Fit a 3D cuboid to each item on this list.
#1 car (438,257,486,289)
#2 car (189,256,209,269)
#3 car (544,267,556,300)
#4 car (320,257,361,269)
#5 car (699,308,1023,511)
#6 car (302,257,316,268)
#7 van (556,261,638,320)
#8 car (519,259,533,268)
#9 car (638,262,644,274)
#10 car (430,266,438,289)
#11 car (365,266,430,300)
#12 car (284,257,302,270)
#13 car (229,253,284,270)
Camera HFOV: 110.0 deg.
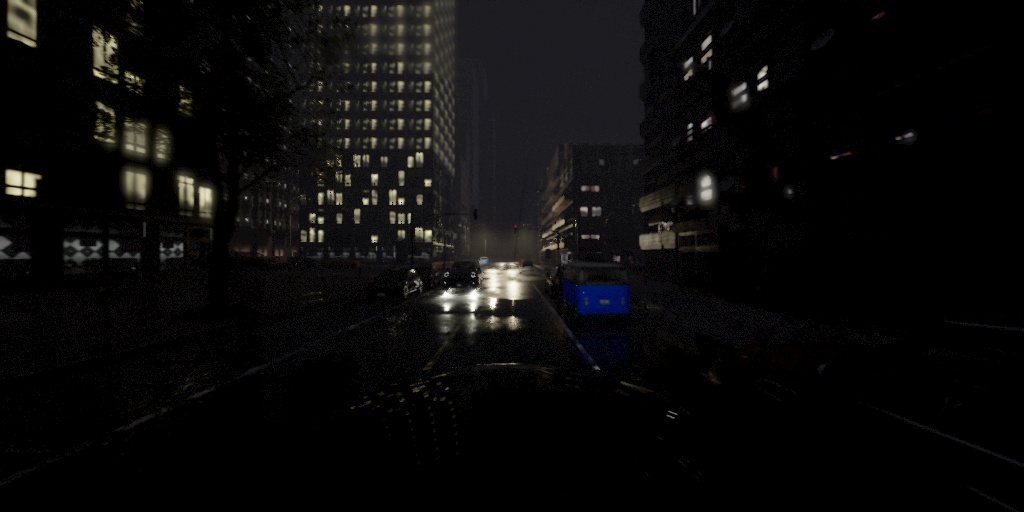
[{"bbox_3d":[-3.060,1.094,23.011,2.097,1.767,4.553,0,0,0],"label":"car"},{"bbox_3d":[-33.006,0.727,37.545,4.313,1.339,1.948,0,0,-1],"label":"car"},{"bbox_3d":[2.689,1.185,17.795,1.967,1.591,4.097,0,0,0],"label":"car"},{"bbox_3d":[-22.046,0.869,46.138,4.829,1.417,1.751,0,0,-1],"label":"car"},{"bbox_3d":[2.690,1.065,1.142,2.192,1.841,5.009,0,0,0],"label":"car"},{"bbox_3d":[-27.490,0.805,45.989,4.313,1.339,1.948,0,0,-1],"label":"car"},{"bbox_3d":[2.690,1.087,12.244,1.690,1.789,3.998,0,0,0],"label":"van"},{"bbox_3d":[2.689,1.306,62.685,1.948,1.339,4.313,0,0,0],"label":"car"},{"bbox_3d":[16.012,1.498,46.481,4.097,1.591,1.967,0,0,-1],"label":"car"},{"bbox_3d":[-5.691,1.309,23.040,1.948,1.339,4.313,0,0,0],"label":"car"},{"bbox_3d":[-5.691,1.311,17.794,1.948,1.339,4.313,0,0,0],"label":"car"},{"bbox_3d":[-26.777,0.871,40.303,4.718,1.301,1.895,1,0,-1],"label":"car"},{"bbox_3d":[-27.387,0.581,37.608,5.009,1.841,2.192,0,0,-1],"label":"car"}]
